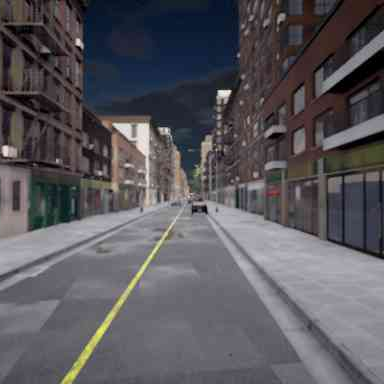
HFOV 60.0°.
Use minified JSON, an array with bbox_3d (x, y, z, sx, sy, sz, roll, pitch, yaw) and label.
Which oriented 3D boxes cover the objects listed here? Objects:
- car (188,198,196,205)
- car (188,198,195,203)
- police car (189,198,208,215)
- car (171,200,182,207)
[{"bbox_3d":[-0.057,2.145,75.950,1.837,1.490,4.892,0,-1,0],"label":"car"},{"bbox_3d":[-0.068,2.376,90.949,1.994,1.385,4.181,0,-1,0],"label":"car"},{"bbox_3d":[0.871,1.821,39.506,1.930,1.638,5.238,0,-1,0],"label":"police car"},{"bbox_3d":[-3.069,2.241,65.013,1.994,1.385,4.181,0,-1,1],"label":"car"}]
